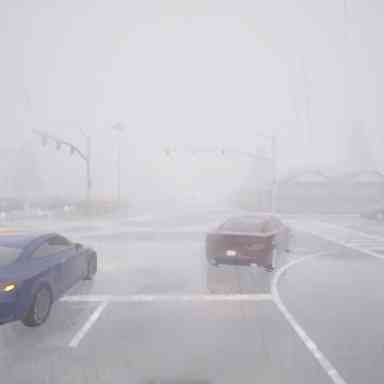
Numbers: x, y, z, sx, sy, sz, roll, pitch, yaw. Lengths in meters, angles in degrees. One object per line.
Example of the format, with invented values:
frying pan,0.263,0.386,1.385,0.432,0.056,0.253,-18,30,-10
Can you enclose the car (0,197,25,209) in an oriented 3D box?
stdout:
car,-21.139,1.352,38.129,2.097,1.767,4.553,0,0,0

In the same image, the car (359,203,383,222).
car,15.479,1.468,25.560,4.892,1.490,1.837,0,0,2

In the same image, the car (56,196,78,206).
car,-21.097,1.490,56.222,1.837,1.490,4.892,0,0,1

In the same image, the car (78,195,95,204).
car,-21.073,1.454,66.495,1.882,1.535,5.008,0,0,0

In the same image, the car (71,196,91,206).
car,-17.618,1.510,51.377,1.812,1.442,4.674,0,0,0

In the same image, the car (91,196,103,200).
car,-17.568,1.540,61.164,1.994,1.385,4.181,0,0,0

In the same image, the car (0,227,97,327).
car,-3.415,1.529,6.882,1.812,1.442,4.674,0,0,0

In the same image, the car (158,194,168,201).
car,-7.091,1.300,82.490,2.097,1.767,4.553,0,0,1

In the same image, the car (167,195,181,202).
car,-3.577,1.503,71.118,1.994,1.385,4.181,0,0,0

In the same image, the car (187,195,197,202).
car,-0.076,1.446,70.908,1.837,1.490,4.892,0,0,0

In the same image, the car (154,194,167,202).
car,-7.079,1.494,71.975,2.033,1.411,5.357,0,0,0

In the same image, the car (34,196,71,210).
car,-17.662,1.484,42.358,2.128,1.511,4.902,0,0,-1

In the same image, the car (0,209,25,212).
car,-6.916,1.483,9.660,1.882,1.535,5.008,0,0,0

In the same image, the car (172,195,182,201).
car,-3.589,1.482,80.907,2.033,1.411,5.357,0,0,0

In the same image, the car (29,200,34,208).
car,-21.136,1.518,46.939,1.812,1.442,4.674,0,0,0

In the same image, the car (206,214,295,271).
car,2.122,1.470,11.151,1.882,1.535,5.008,-1,0,26
